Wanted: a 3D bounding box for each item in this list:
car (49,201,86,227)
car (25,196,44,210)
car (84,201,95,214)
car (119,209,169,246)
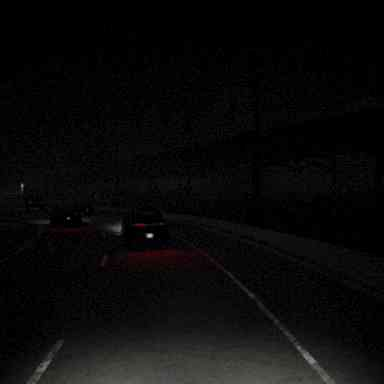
[{"bbox_3d":[-9.296,1.616,24.372,1.882,1.535,5.008,-1,0,-25],"label":"car"},{"bbox_3d":[-23.036,1.593,48.707,2.150,2.045,5.566,-1,0,-30],"label":"car"},{"bbox_3d":[-12.116,1.714,36.846,1.812,1.442,4.674,-1,0,-30],"label":"car"},{"bbox_3d":[-2.306,1.533,15.599,2.128,1.511,4.902,-1,0,-15],"label":"car"}]
